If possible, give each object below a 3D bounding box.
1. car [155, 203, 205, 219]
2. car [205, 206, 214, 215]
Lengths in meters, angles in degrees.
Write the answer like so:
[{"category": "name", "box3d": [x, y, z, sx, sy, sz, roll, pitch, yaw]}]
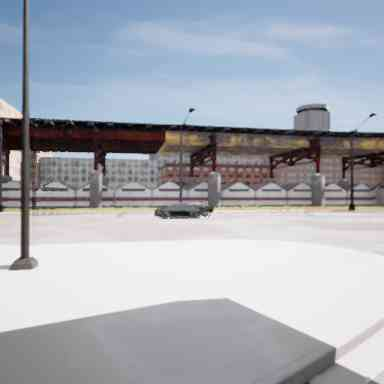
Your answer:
[{"category": "car", "box3d": [-1.320, 1.734, 30.419, 4.181, 1.385, 1.994, 0, 0, -11]}, {"category": "car", "box3d": [-0.152, 1.799, 35.157, 4.718, 1.301, 1.895, 0, 0, -14]}]
